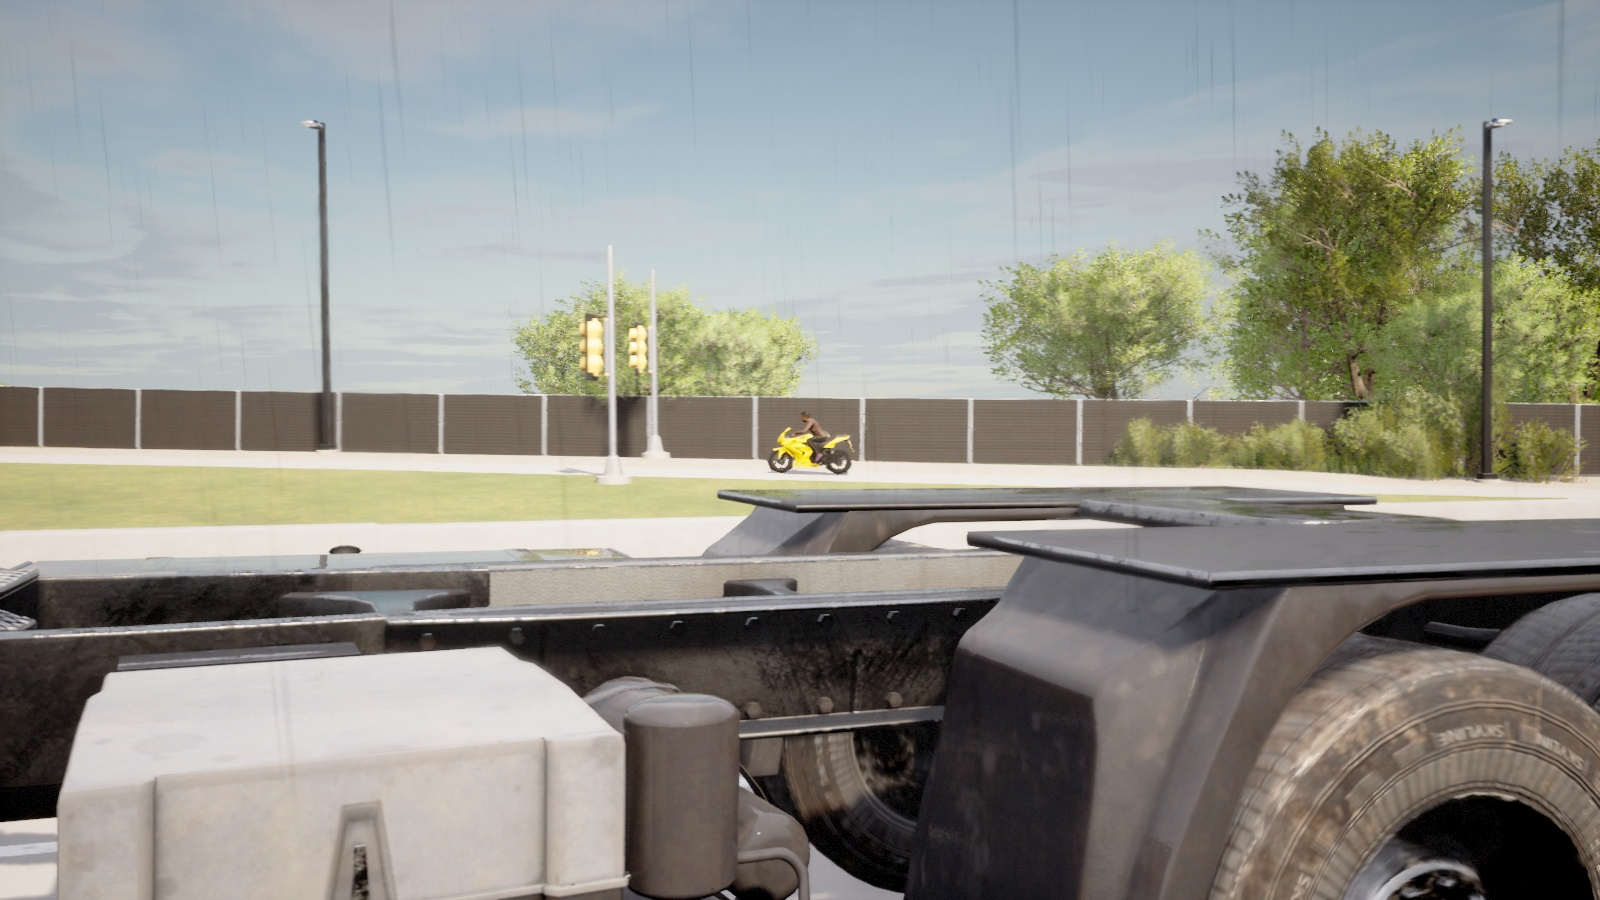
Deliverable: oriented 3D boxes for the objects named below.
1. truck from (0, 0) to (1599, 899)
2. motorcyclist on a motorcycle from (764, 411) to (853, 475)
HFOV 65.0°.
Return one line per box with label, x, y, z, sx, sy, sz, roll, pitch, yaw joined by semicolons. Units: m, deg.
truck;-0.722;-0.224;2.953;7.936;3.462;2.891;-1;1;-21
motorcyclist on a motorcycle;0.214;-0.175;30.037;2.044;1.523;0.797;0;2;6
